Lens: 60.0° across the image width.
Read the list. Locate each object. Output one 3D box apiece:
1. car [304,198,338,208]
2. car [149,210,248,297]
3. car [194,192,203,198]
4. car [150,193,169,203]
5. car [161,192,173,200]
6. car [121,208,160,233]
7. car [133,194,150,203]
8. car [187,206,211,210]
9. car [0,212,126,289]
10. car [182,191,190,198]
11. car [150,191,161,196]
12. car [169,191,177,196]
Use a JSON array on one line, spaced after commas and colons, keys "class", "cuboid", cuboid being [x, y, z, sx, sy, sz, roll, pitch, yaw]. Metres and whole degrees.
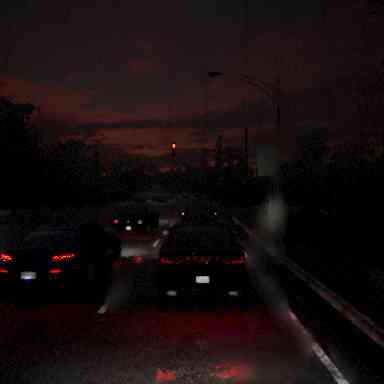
[{"class": "car", "cuboid": [17.505, 1.415, 44.101, 4.718, 1.301, 1.895, 0, 0, -2]}, {"class": "car", "cuboid": [0.223, 1.461, 8.626, 1.882, 1.535, 5.008, 0, 0, 1]}, {"class": "car", "cuboid": [1.787, 0.932, 87.099, 2.033, 1.411, 5.357, 0, 1, 1]}, {"class": "car", "cuboid": [-5.853, 1.296, 60.476, 1.994, 1.385, 4.181, 0, 0, 2]}, {"class": "car", "cuboid": [-5.446, 1.118, 75.961, 1.812, 1.442, 4.674, 0, 1, 1]}, {"class": "car", "cuboid": [-3.083, 1.542, 19.152, 1.895, 1.301, 4.718, 0, 0, 4]}, {"class": "car", "cuboid": [-9.360, 1.212, 60.130, 1.882, 1.535, 5.008, 0, 0, 2]}, {"class": "car", "cuboid": [0.400, 1.493, 18.392, 2.033, 1.411, 5.357, 0, 0, 1]}, {"class": "car", "cuboid": [-3.273, 1.508, 9.031, 1.812, 1.442, 4.674, 0, 0, 1]}, {"class": "car", "cuboid": [-1.715, 0.908, 87.162, 1.812, 1.442, 4.674, 0, 1, 1]}, {"class": "car", "cuboid": [-8.951, 1.122, 75.769, 2.128, 1.511, 4.902, 0, 1, 1]}, {"class": "car", "cuboid": [-5.194, 0.460, 91.372, 1.994, 1.385, 4.181, 0, 1, 0]}]
